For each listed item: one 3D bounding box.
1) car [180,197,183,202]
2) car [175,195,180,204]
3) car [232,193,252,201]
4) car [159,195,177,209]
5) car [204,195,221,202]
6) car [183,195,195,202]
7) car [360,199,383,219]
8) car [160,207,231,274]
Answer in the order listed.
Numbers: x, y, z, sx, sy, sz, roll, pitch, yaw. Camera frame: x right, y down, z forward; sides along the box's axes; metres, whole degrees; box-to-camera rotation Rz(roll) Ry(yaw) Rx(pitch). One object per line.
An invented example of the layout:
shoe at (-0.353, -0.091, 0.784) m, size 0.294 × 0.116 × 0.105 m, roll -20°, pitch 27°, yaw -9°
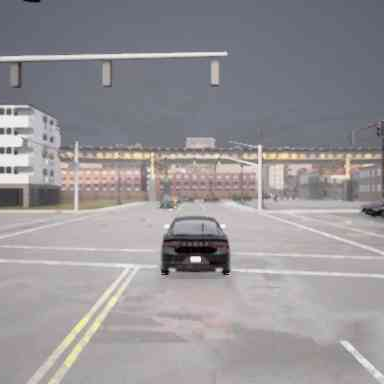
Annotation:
car at (-3.485, 1.468, 66.788) m, size 2.097 × 1.767 × 4.553 m, roll 0°, pitch 0°, yaw 2°
car at (-3.551, 1.576, 56.734) m, size 1.882 × 1.535 × 5.008 m, roll 0°, pitch 0°, yaw 1°
car at (12.881, 1.375, 85.778) m, size 5.566 × 2.045 × 2.150 m, roll 0°, pitch 0°, yaw -24°
car at (-3.574, 1.588, 47.522) m, size 1.837 × 1.490 × 4.892 m, roll 0°, pitch 0°, yaw 0°
car at (4.910, 1.494, 79.590) m, size 2.097 × 1.767 × 4.553 m, roll 0°, pitch 0°, yaw 39°
car at (-1.089, 1.489, 76.634) m, size 2.097 × 1.767 × 4.553 m, roll 0°, pitch 0°, yaw 23°
car at (17.059, 1.483, 28.147) m, size 4.181 × 1.385 × 1.994 m, roll -1°, pitch 0°, yaw 1°
car at (0.095, 1.488, 10.663) m, size 1.882 × 1.535 × 5.008 m, roll 0°, pitch 0°, yaw 0°
